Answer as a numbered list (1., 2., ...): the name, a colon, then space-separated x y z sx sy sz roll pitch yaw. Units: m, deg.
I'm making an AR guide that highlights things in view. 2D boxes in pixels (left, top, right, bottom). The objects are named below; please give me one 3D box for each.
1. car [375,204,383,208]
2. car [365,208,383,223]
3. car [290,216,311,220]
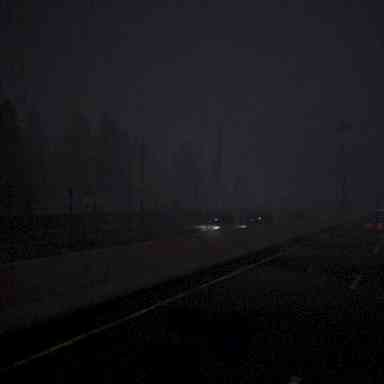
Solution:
1. car: 28.532 2.742 49.494 2.150 2.045 5.566 -2 -3 34
2. car: 21.004 2.777 37.878 1.895 1.301 4.718 -2 -2 33
3. car: 12.739 2.829 38.237 2.033 1.411 5.357 -2 -3 33
